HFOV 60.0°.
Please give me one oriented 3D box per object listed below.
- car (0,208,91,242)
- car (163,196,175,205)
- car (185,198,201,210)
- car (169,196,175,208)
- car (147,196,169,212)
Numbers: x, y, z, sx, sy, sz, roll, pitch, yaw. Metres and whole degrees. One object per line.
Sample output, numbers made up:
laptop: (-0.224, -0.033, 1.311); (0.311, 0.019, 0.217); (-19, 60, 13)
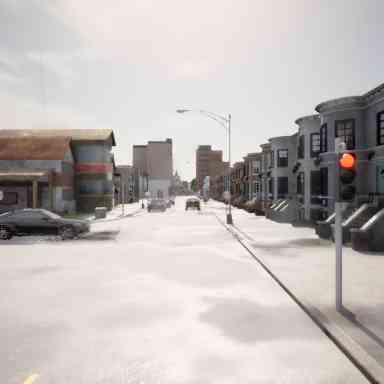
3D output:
car: (-7.323, 1.525, 16.007); (4.674, 1.442, 1.812); (0, 0, -5)
car: (-4.041, 1.525, 58.792); (1.812, 1.442, 4.674); (0, 0, 1)
car: (0.116, 1.506, 44.090); (1.837, 1.490, 4.892); (0, 0, 0)
car: (-4.079, 1.547, 48.987); (2.033, 1.411, 5.357); (0, 0, 0)
car: (-4.090, 1.505, 39.237); (1.837, 1.490, 4.892); (0, 0, 0)
